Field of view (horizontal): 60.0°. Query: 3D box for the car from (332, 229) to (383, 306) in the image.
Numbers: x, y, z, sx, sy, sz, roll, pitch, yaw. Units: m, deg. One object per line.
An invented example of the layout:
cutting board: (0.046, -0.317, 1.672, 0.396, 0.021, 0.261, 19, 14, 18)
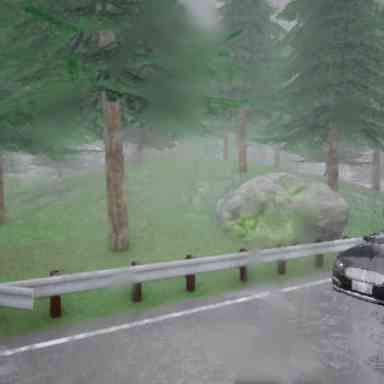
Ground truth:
car: (5.035, 1.369, 7.054, 4.902, 1.511, 2.128, 0, 1, -32)
